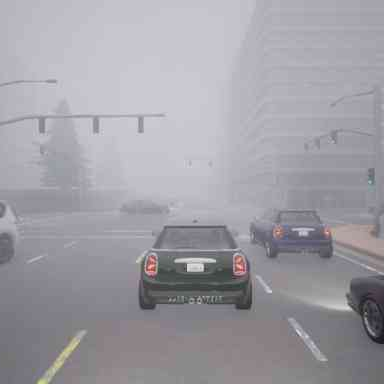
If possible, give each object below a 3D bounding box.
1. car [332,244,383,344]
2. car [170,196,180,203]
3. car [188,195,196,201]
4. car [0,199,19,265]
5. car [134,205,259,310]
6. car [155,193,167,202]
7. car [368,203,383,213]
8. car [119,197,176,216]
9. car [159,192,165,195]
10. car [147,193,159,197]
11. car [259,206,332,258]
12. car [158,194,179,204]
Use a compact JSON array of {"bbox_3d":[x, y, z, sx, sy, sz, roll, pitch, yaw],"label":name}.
[{"bbox_3d":[3.599,1.547,3.351,2.033,1.411,5.357,0,0,0],"label":"car"},{"bbox_3d":[-3.500,1.595,71.100,1.895,1.301,4.718,0,0,0],"label":"car"},{"bbox_3d":[0.000,1.525,81.125,2.128,1.511,4.902,0,0,0],"label":"car"},{"bbox_3d":[-6.905,1.222,8.787,2.150,2.045,5.566,0,0,3],"label":"car"},{"bbox_3d":[0.071,1.352,7.988,2.097,1.767,4.553,0,0,0],"label":"car"},{"bbox_3d":[-7.000,1.225,74.567,2.150,2.045,5.566,0,0,0],"label":"car"},{"bbox_3d":[19.936,1.492,32.455,5.357,1.411,2.033,0,0,-18],"label":"car"},{"bbox_3d":[-4.334,1.483,30.832,4.902,1.511,2.128,0,0,-42],"label":"car"},{"bbox_3d":[-7.048,1.221,63.922,2.150,2.045,5.566,0,0,1],"label":"car"},{"bbox_3d":[-7.089,1.352,54.508,2.097,1.767,4.553,0,0,0],"label":"car"},{"bbox_3d":[3.587,1.352,12.827,2.097,1.767,4.553,0,0,0],"label":"car"},{"bbox_3d":[-3.597,1.491,51.082,2.128,1.511,4.902,0,0,0],"label":"car"}]
